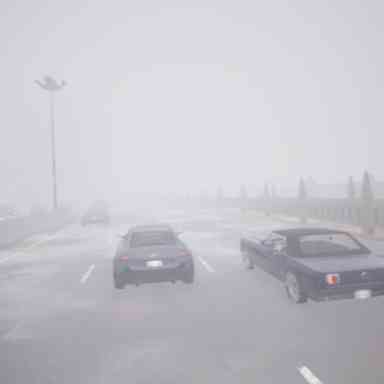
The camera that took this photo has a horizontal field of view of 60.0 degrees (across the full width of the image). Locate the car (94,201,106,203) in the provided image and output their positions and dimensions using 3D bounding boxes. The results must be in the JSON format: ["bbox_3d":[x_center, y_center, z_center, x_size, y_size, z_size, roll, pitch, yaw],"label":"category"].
[{"bbox_3d":[-10.932,1.797,39.398,2.097,1.767,4.553,-2,0,-18],"label":"car"}]

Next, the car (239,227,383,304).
[{"bbox_3d":[2.629,1.506,7.974,1.895,1.301,4.718,-2,0,-9],"label":"car"}]

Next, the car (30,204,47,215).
[{"bbox_3d":[-19.876,2.280,43.036,2.128,1.511,4.902,-2,0,-22],"label":"car"}]

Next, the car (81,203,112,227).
[{"bbox_3d":[-7.497,1.870,26.323,1.994,1.385,4.181,-2,0,-10],"label":"car"}]

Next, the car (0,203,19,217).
[{"bbox_3d":[-23.751,2.289,43.188,2.097,1.767,4.553,-2,0,-23],"label":"car"}]

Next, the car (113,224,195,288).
[{"bbox_3d":[-1.156,1.615,9.569,1.994,1.385,4.181,-2,0,-9],"label":"car"}]
